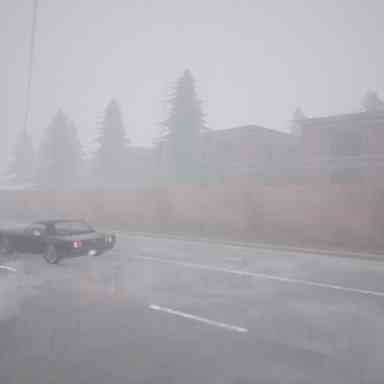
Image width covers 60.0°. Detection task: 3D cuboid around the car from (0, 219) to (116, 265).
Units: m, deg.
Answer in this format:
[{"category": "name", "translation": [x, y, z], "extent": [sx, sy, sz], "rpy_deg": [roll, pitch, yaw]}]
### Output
[{"category": "car", "translation": [-4.969, 1.631, 11.842], "extent": [4.718, 1.301, 1.895], "rpy_deg": [0, 0, 36]}]
